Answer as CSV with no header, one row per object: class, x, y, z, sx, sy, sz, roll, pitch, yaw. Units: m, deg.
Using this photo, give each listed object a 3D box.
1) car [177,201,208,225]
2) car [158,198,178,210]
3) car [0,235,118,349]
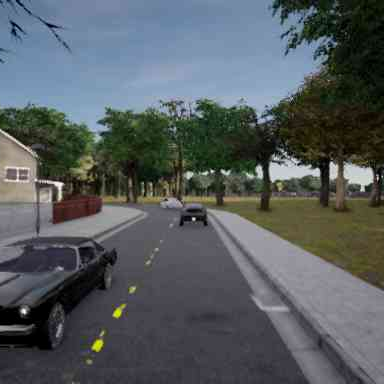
car,0.101,1.472,23.674,1.837,1.490,4.892,0,0,0
car,-2.764,1.480,41.964,1.812,1.442,4.674,1,0,-24
car,-2.838,1.591,6.346,1.895,1.301,4.718,0,0,0
